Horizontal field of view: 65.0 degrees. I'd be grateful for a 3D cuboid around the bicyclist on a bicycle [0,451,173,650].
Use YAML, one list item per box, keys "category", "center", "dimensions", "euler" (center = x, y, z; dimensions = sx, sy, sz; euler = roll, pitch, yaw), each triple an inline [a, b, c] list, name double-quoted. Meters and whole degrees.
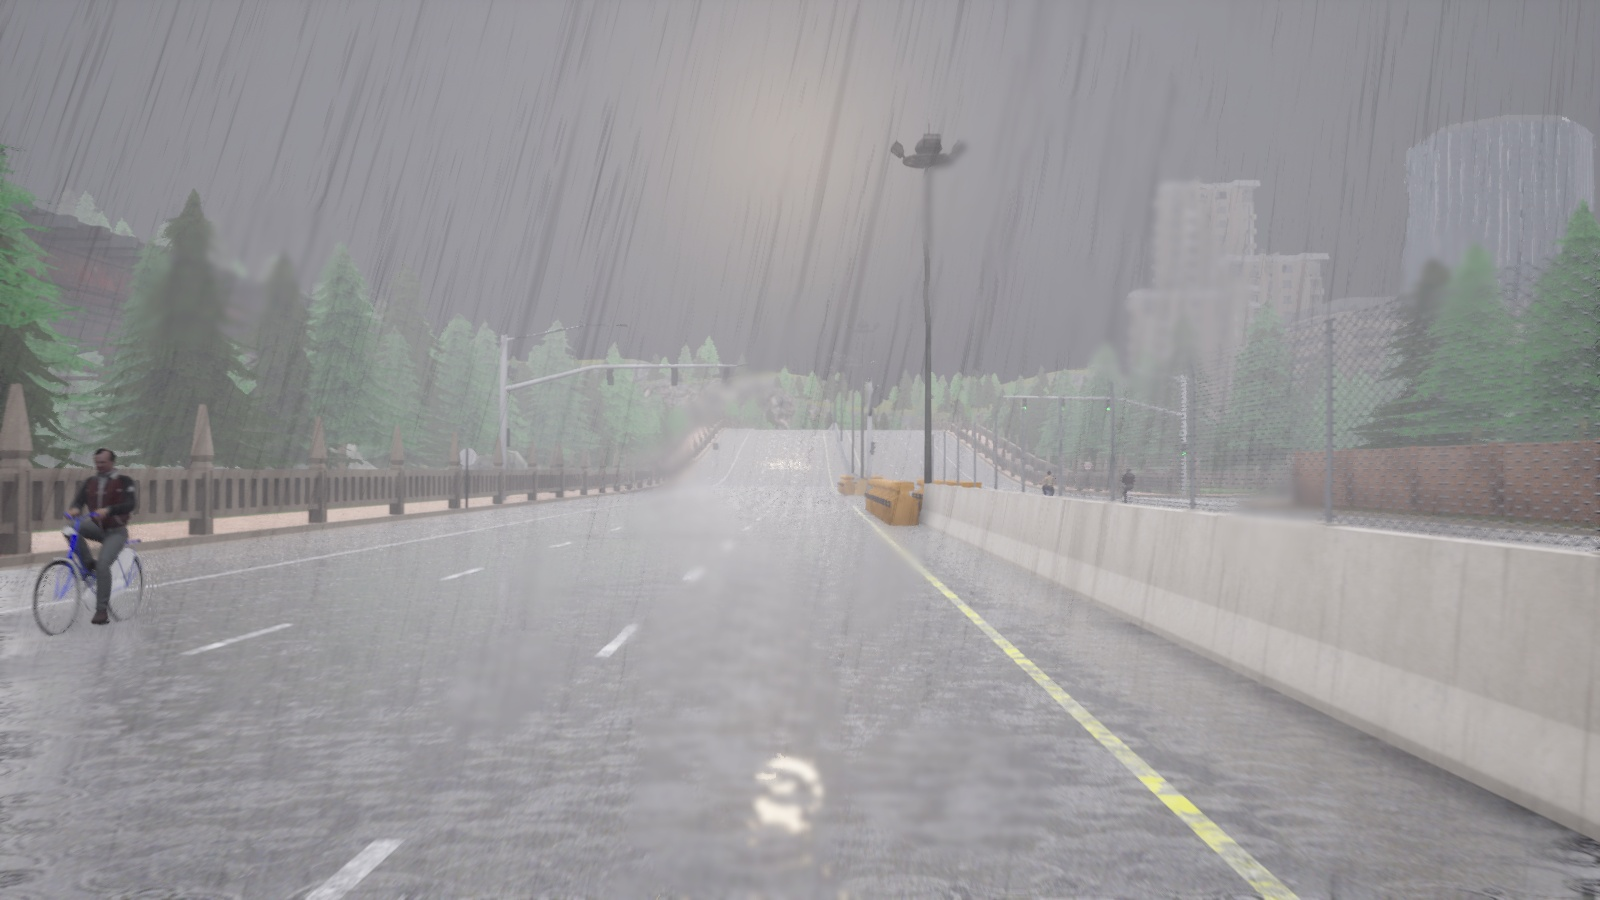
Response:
- category: "bicyclist on a bicycle"
  center: [-6.883, 0.916, 12.167]
  dimensions: [0.659, 1.776, 1.843]
  euler: [0, -1, 1]
